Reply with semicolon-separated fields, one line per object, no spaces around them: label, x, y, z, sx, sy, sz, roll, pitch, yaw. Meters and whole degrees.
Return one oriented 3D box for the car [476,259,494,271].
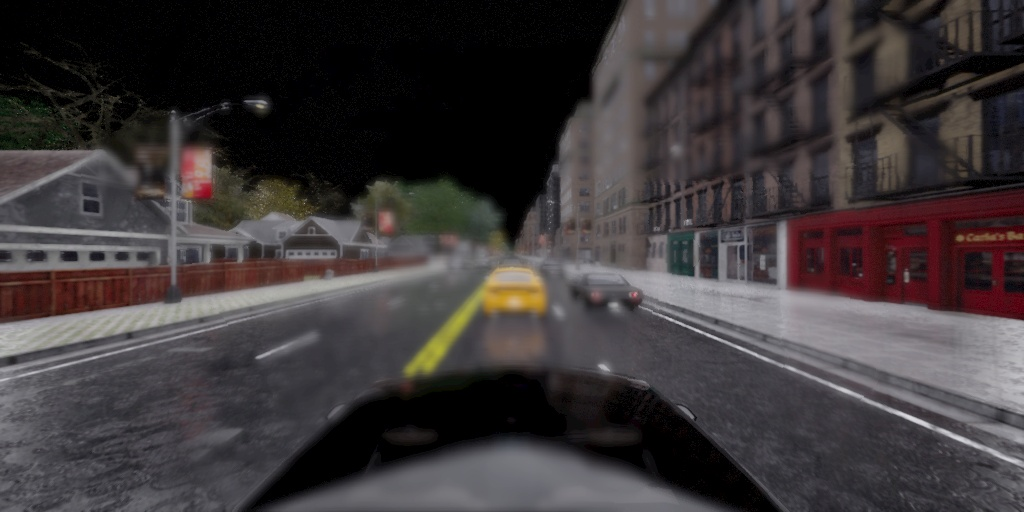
car;-3.247;1.085;43.763;1.837;1.490;4.892;0;0;0

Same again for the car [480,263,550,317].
car;0.100;1.185;12.896;1.882;1.535;5.008;0;0;1

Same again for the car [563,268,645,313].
car;3.356;1.306;13.775;1.895;1.301;4.718;0;0;0

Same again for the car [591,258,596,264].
car;16.513;1.049;62.499;4.207;1.307;1.802;0;0;0

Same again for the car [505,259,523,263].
car;0.144;0.992;30.161;2.097;1.767;4.553;0;0;0

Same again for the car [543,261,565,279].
car;3.396;1.129;30.442;2.128;1.511;4.902;0;0;0

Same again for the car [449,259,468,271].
car;-6.496;1.071;43.944;2.128;1.511;4.902;0;0;0
